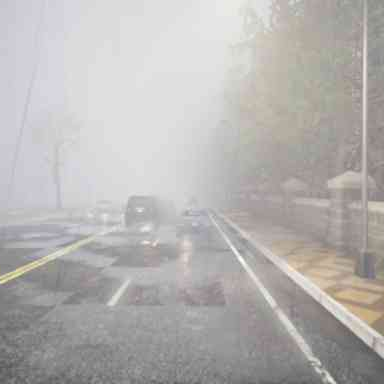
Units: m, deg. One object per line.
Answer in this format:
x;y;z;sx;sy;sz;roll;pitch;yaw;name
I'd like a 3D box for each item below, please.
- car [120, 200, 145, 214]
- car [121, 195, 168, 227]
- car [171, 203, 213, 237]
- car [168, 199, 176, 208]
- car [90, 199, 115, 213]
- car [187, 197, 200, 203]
-6.446;1.575;36.592;1.994;1.385;4.181;0;0;0;car
-3.114;1.226;22.681;2.150;2.045;5.566;0;0;0;car
0.126;1.552;17.895;2.033;1.411;5.357;0;0;0;car
-3.077;1.563;43.272;2.033;1.411;5.357;0;0;0;car
-9.696;1.534;36.484;1.812;1.442;4.674;0;0;0;car
0.195;1.531;55.519;1.837;1.490;4.892;0;0;0;car
